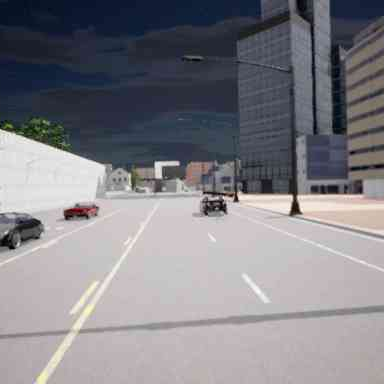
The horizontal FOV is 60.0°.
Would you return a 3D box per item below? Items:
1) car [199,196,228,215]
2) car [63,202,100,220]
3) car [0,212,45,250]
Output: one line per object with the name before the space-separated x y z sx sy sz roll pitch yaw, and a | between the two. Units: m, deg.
car | 1.705 1.053 27.561 2.128 1.511 4.902 -2 1 -4
car | -8.867 1.483 27.022 1.895 1.301 4.718 -2 1 -4
car | -8.002 1.601 14.343 1.994 1.385 4.181 -2 1 -4
